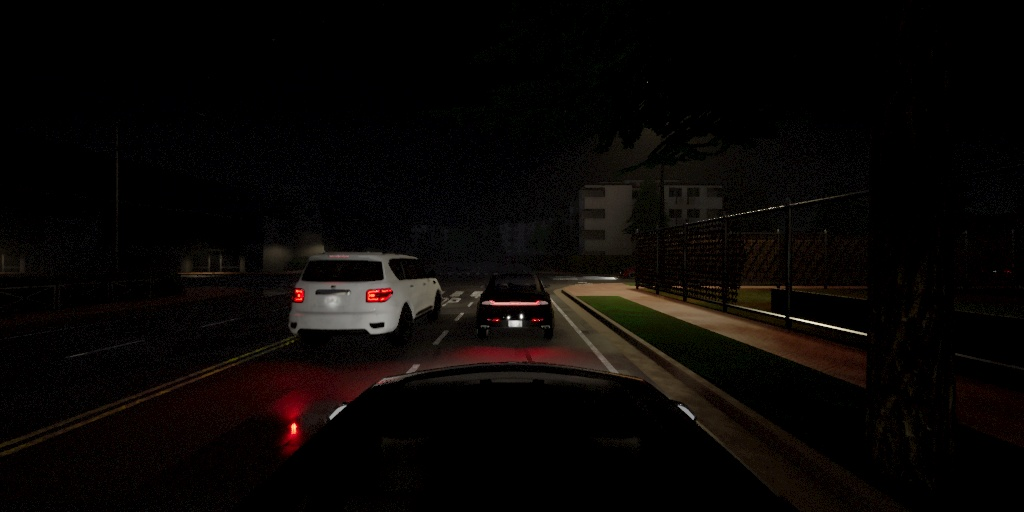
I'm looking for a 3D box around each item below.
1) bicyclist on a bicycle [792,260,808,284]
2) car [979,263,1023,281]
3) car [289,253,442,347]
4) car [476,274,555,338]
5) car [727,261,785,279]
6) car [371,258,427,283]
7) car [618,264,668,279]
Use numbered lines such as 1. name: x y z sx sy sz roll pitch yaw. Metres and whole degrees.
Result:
1. bicyclist on a bicycle: 18.301 1.037 22.965 0.582 1.620 1.656 0 0 0
2. car: 40.889 1.273 29.407 5.357 1.411 2.033 0 0 -19
3. car: -3.387 0.965 9.471 2.150 2.045 5.566 0 -1 0
4. car: 0.088 1.242 10.132 2.128 1.511 4.902 0 0 0
5. car: 21.818 1.238 31.948 4.892 1.490 1.837 0 0 0
6. car: -9.052 1.102 28.468 4.553 1.767 2.097 0 0 40
7. car: 11.660 1.297 31.916 4.181 1.385 1.994 0 0 0
